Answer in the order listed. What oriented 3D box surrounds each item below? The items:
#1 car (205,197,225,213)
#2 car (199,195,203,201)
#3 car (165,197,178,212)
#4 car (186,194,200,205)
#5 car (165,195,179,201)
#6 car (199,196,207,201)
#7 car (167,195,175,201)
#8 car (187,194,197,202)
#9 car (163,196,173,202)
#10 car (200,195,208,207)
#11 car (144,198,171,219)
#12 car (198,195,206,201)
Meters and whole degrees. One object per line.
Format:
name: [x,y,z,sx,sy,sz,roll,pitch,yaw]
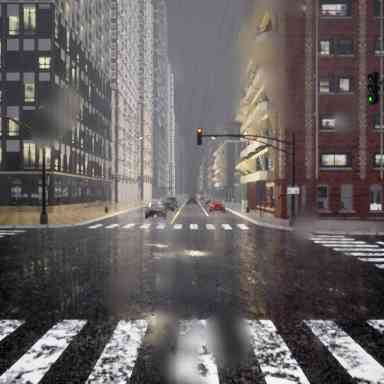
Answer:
car: [2.739,1.591,37.253,1.802,1.307,4.206,0,0,0]
car: [2.688,1.571,55.818,2.008,1.369,4.403,0,0,0]
car: [-3.085,1.574,39.539,1.994,1.385,4.181,0,0,1]
car: [-0.003,1.548,59.851,1.812,1.442,4.674,0,0,0]
car: [-3.057,1.521,49.954,1.837,1.490,4.892,0,0,0]
car: [2.684,1.626,84.061,1.802,1.307,4.206,0,0,0]
car: [-5.697,1.595,89.709,1.887,1.381,4.507,0,0,0]
car: [-0.004,1.218,69.824,2.097,1.767,4.553,0,0,0]
car: [-5.695,1.589,78.412,2.008,1.369,4.403,0,0,0]
car: [2.688,1.567,50.170,2.008,1.369,4.403,0,0,0]
car: [-3.120,1.553,29.519,2.033,1.411,5.357,0,0,-4]
car: [2.684,1.491,89.710,1.967,1.590,4.097,0,0,0]
